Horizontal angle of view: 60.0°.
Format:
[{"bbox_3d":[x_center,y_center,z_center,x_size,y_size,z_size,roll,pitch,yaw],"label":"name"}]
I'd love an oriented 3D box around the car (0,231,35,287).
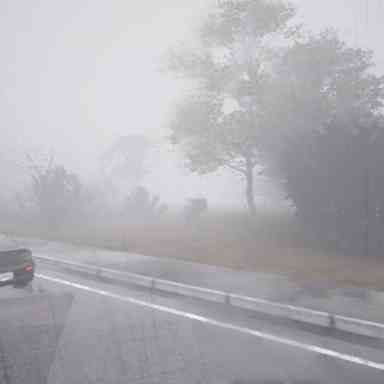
[{"bbox_3d":[-5.609,1.527,7.992,4.674,1.442,1.812,0,0,35],"label":"car"}]
